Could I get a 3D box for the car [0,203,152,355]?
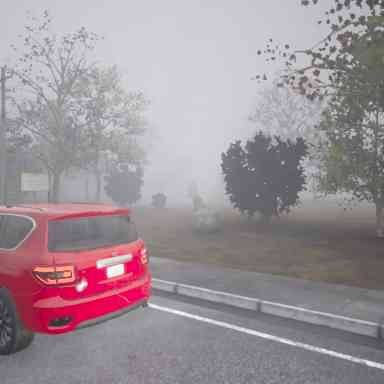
[{"bbox_3d":[-3.281,1.221,6.321,5.566,2.045,2.150,0,0,35],"label":"car"}]
